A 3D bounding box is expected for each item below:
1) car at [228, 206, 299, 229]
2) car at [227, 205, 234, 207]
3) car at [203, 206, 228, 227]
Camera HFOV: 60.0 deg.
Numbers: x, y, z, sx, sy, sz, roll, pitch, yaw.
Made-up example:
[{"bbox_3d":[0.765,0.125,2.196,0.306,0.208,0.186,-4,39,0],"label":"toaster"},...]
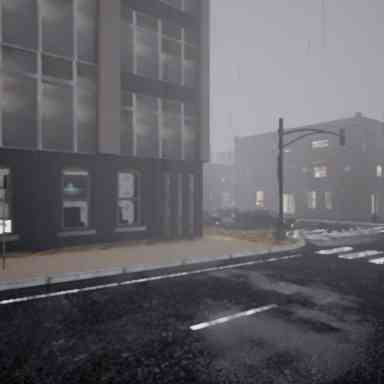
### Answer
[{"bbox_3d":[5.568,2.028,25.835,2.033,1.411,5.357,0,-1,-36],"label":"car"},{"bbox_3d":[4.322,2.191,37.416,2.008,1.369,4.403,-1,0,-37],"label":"car"},{"bbox_3d":[0.687,2.113,27.827,1.947,1.339,4.313,-1,0,-37],"label":"car"}]
